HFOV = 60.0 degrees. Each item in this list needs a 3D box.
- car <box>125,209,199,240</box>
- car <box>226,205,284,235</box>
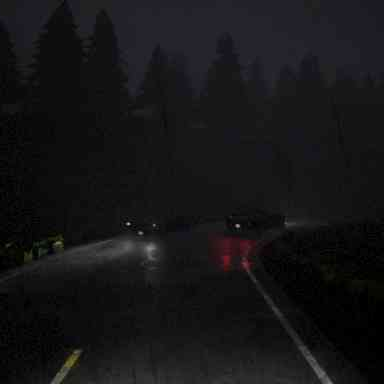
[{"bbox_3d":[-1.422,1.593,17.387,1.895,1.301,4.718,0,0,26],"label":"car"},{"bbox_3d":[3.697,1.483,18.809,2.128,1.511,4.902,0,0,35],"label":"car"}]
